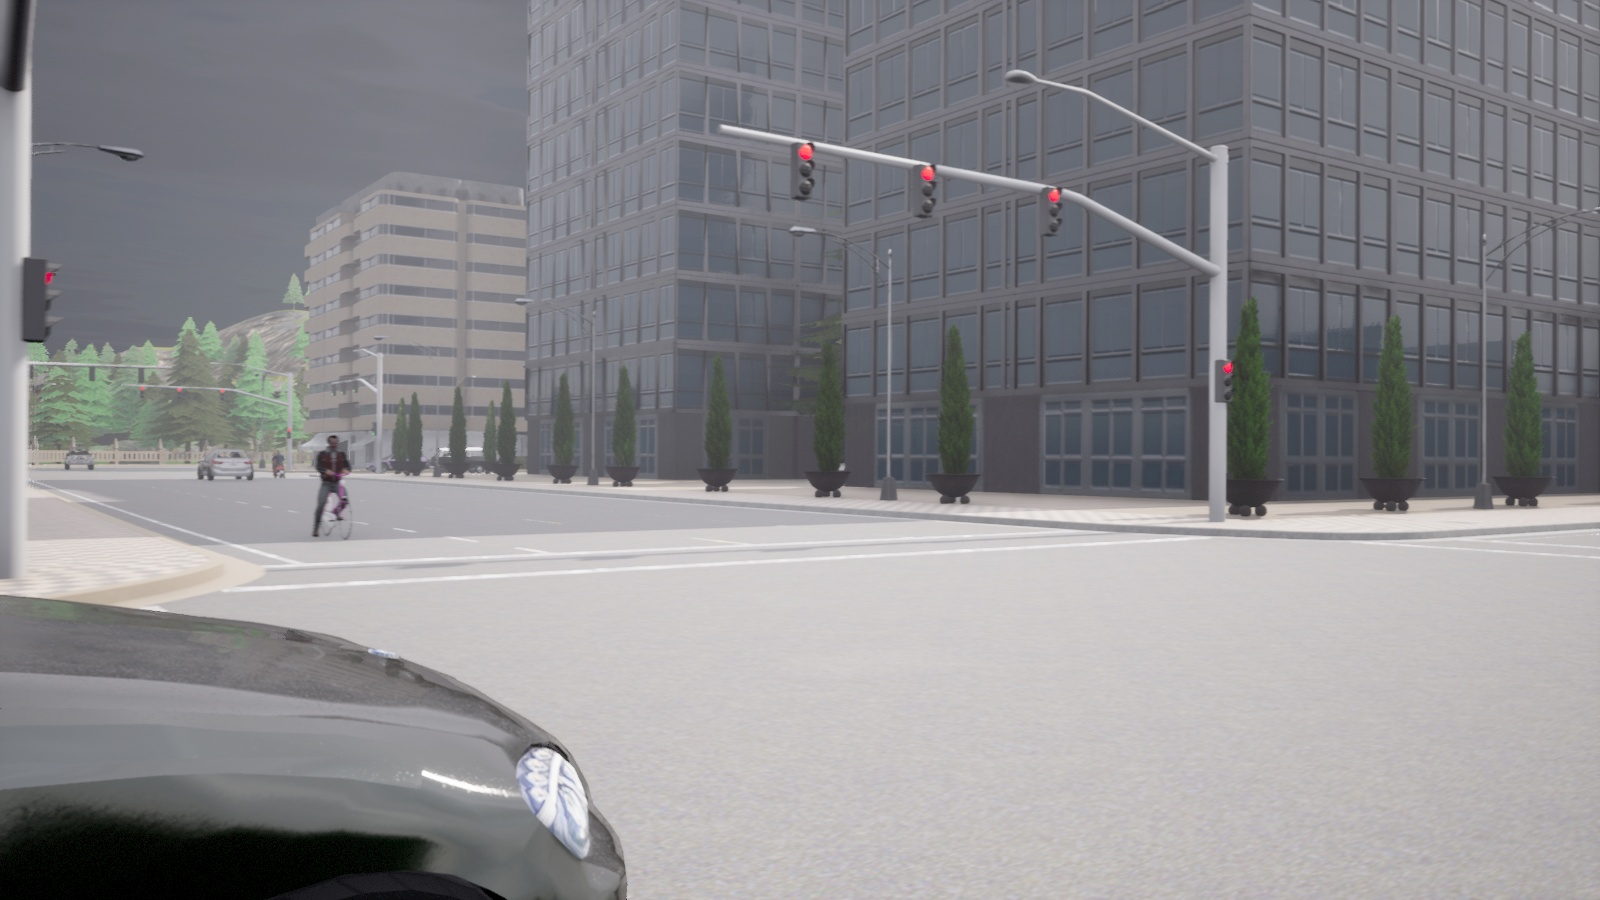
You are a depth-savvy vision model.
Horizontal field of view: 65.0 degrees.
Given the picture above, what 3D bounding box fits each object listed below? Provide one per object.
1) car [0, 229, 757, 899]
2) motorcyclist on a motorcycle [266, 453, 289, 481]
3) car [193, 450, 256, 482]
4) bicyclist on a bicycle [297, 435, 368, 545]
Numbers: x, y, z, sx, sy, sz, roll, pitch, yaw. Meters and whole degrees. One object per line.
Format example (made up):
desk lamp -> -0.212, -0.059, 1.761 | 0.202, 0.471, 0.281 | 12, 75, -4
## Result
car -> -2.748, 0.531, 1.793 | 5.027, 1.651, 2.152 | 0, 0, -36
motorcyclist on a motorcycle -> -29.943, 0.959, 71.953 | 0.866, 1.590, 1.817 | 0, 0, -34
car -> -30.592, 0.822, 66.701 | 2.242, 1.667, 4.611 | 0, 0, -35
bicyclist on a bicycle -> -7.926, 0.660, 21.249 | 0.659, 1.776, 1.843 | 0, -1, -35
